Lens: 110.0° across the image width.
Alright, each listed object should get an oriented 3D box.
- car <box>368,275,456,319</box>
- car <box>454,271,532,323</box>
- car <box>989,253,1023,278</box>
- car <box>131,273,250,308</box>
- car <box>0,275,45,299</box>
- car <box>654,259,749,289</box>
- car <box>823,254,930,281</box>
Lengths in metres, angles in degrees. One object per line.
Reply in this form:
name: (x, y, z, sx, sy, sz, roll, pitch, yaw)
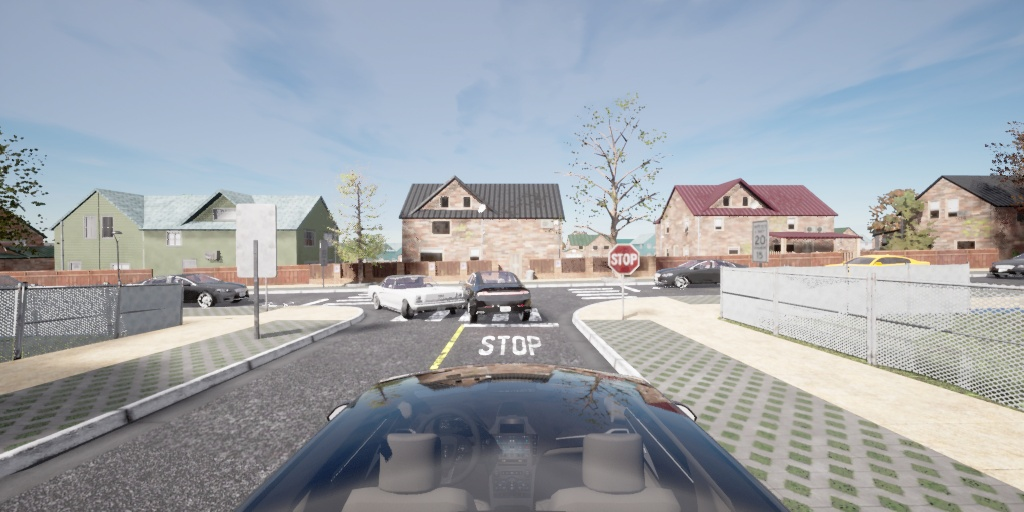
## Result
car: (-3.602, 1.368, 13.052, 1.895, 1.301, 4.718, 0, 0, -38)
car: (-0.686, 1.243, 12.192, 2.128, 1.511, 4.902, 0, 0, -12)
car: (29.385, 0.479, 19.672, 4.902, 1.511, 2.128, -1, 1, 0)
car: (-14.902, 1.567, 16.548, 4.902, 1.511, 2.128, -1, 1, 0)
car: (-24.239, 1.648, 16.507, 4.553, 1.767, 2.097, -1, 1, 0)
car: (10.331, 0.926, 19.600, 4.902, 1.511, 2.128, -1, 1, 0)
car: (19.761, 0.691, 19.636, 5.008, 1.535, 1.882, -1, 1, -1)
